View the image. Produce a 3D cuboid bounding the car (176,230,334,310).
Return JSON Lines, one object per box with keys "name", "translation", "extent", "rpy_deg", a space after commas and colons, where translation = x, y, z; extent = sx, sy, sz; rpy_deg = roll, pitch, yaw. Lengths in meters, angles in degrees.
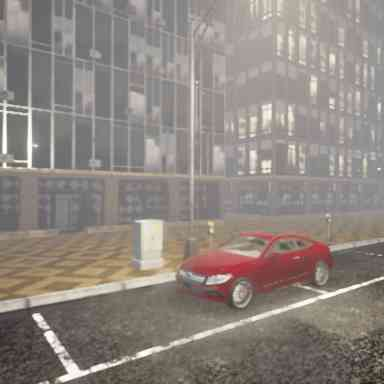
{"name": "car", "translation": [1.619, 1.576, 7.714], "extent": [4.206, 1.307, 1.802], "rpy_deg": [0, 0, -36]}
